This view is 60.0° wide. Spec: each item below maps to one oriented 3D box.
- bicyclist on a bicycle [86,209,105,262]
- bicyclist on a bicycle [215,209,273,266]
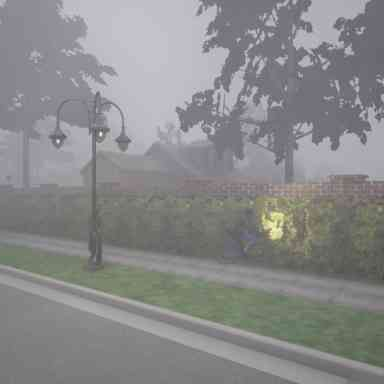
[{"bbox_3d":[-2.861,1.336,9.825,0.582,1.620,1.656,0,-4,-11],"label":"bicyclist on a bicycle"},{"bbox_3d":[1.463,1.300,9.440,1.656,1.620,0.582,0,0,5],"label":"bicyclist on a bicycle"}]
